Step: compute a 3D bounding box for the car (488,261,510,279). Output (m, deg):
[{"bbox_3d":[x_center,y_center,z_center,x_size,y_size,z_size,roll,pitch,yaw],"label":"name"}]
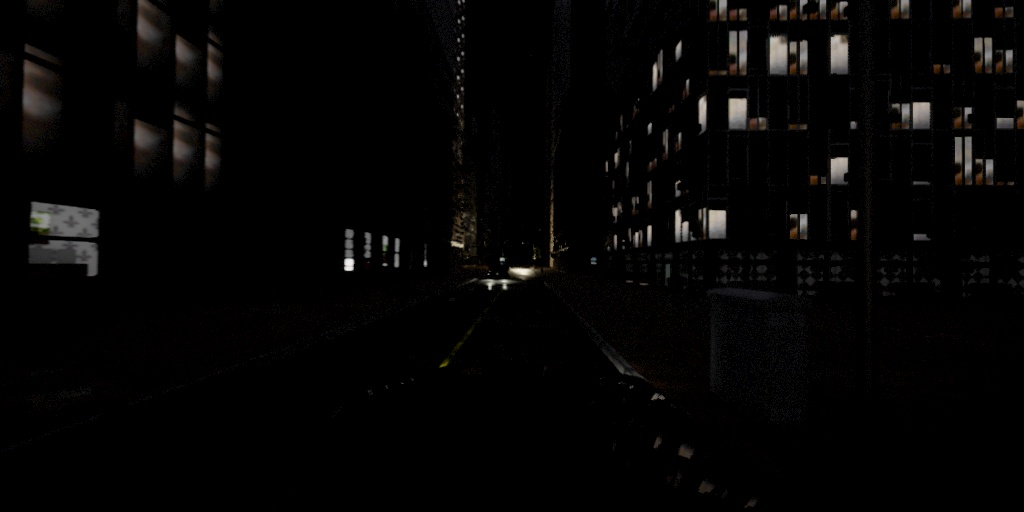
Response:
[{"bbox_3d":[-1.456,1.562,40.594,2.150,2.045,5.566,1,-1,2],"label":"car"}]
